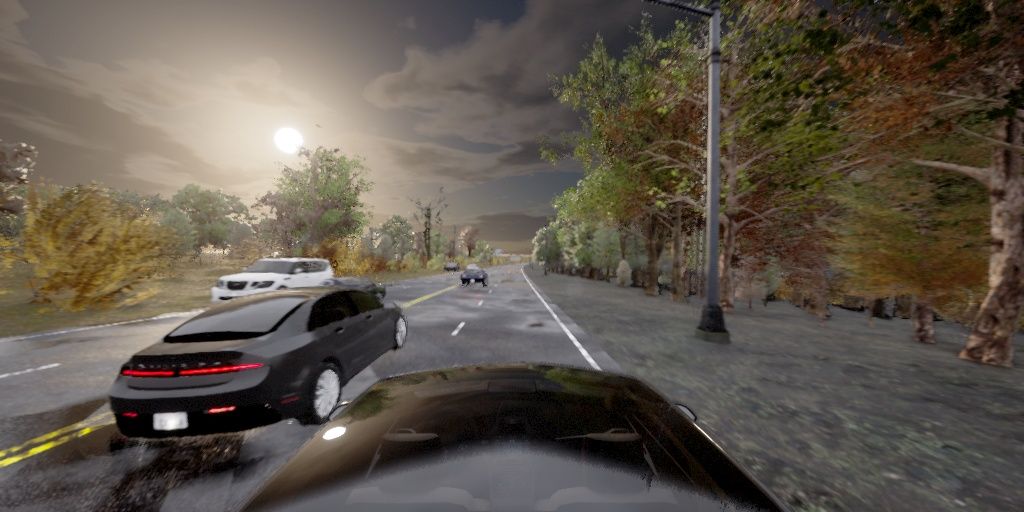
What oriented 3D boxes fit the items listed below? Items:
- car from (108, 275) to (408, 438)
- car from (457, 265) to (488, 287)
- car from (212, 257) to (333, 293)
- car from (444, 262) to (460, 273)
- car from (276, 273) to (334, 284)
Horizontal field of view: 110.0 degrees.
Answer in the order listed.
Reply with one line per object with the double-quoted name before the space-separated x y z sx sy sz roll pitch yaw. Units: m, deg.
"car" -3.145 1.237 5.716 1.837 1.490 4.892 -3 1 0
"car" -2.955 1.775 29.167 1.895 1.301 4.718 1 -5 0
"car" -9.783 1.076 15.409 2.150 2.045 5.566 1 -1 0
"car" -9.341 1.718 55.977 1.882 1.535 5.008 4 -1 1
"car" -6.538 1.493 13.847 1.895 1.301 4.718 1 -1 0
